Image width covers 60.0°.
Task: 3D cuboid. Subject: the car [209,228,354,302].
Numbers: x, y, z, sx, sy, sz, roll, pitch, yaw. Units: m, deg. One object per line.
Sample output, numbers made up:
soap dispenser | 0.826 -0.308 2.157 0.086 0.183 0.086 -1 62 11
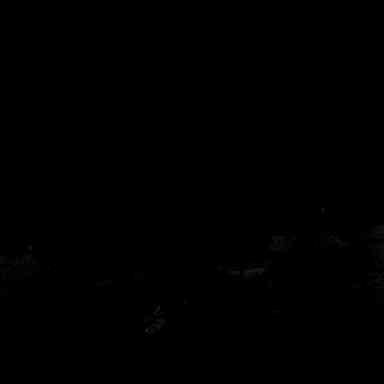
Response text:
car | 2.365 1.582 8.220 4.206 1.307 1.802 0 0 -35

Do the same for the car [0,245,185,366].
car | -2.115 1.566 5.027 4.313 1.339 1.947 0 0 -35
